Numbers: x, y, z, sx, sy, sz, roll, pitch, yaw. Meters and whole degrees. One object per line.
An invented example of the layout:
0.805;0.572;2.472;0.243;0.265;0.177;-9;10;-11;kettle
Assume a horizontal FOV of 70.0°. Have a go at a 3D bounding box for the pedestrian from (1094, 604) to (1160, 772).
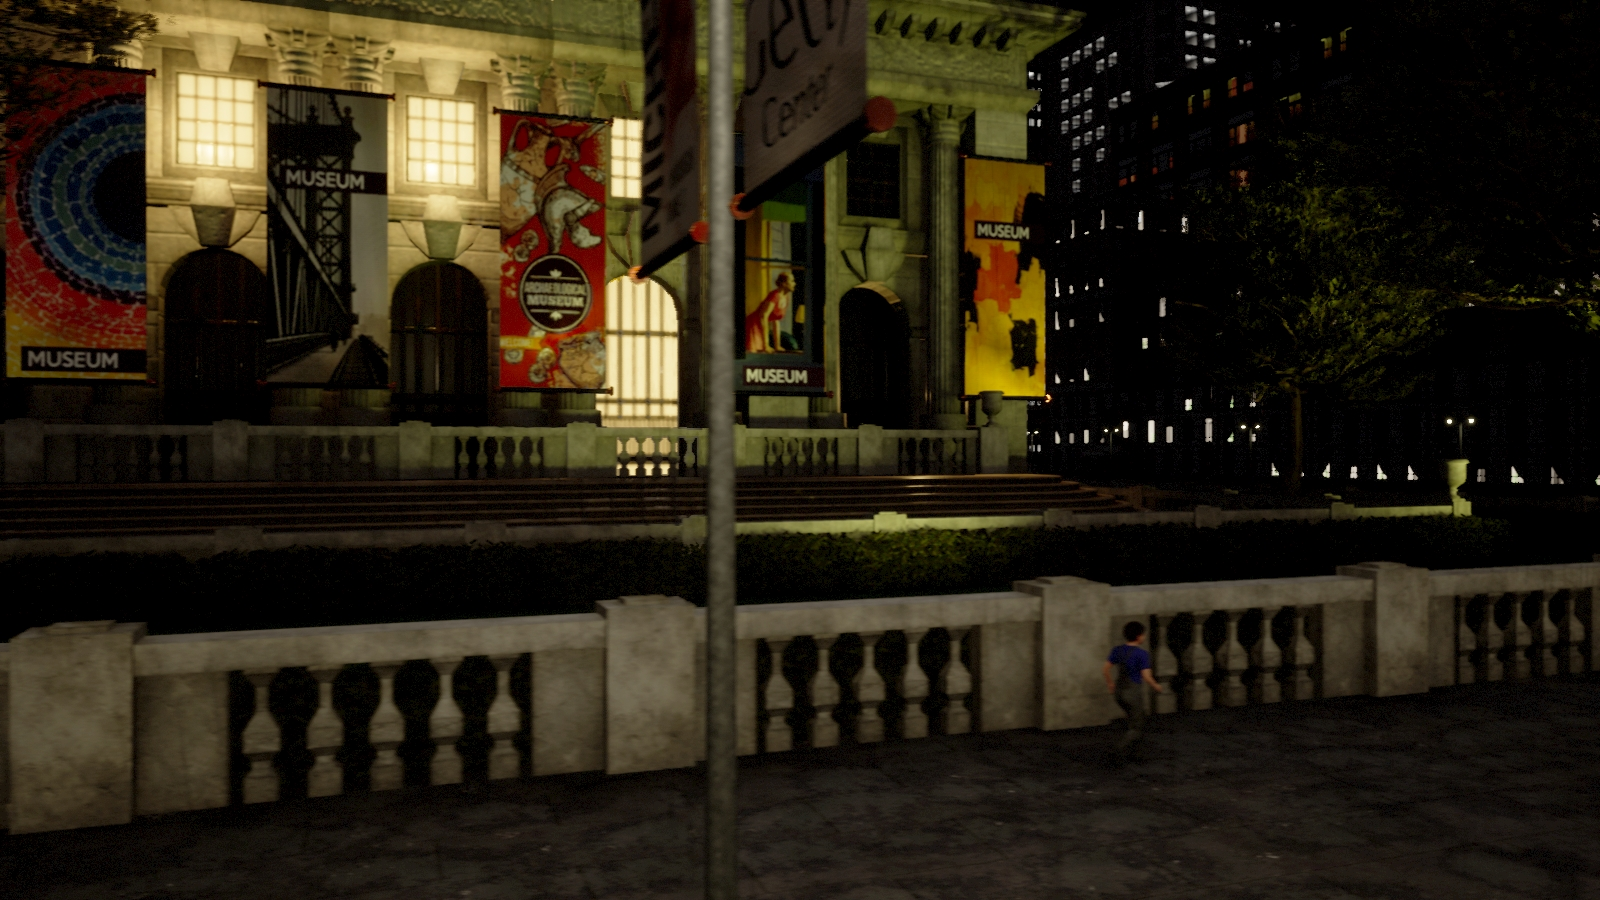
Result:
2.735;1.974;9.566;0.375;1.300;0.375;0;0;-25;pedestrian
